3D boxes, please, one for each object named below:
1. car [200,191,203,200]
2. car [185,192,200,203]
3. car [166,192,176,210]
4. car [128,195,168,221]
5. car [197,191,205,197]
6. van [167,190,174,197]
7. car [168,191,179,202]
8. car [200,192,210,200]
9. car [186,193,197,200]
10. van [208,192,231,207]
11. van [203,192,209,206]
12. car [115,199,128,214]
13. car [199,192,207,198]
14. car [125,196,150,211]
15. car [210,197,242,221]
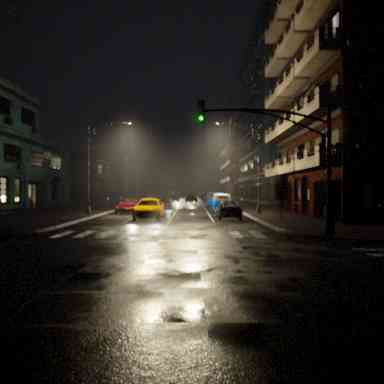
[{"bbox_3d":[2.622,0.962,52.577,1.752,1.417,4.829,1,1,0],"label":"car"},{"bbox_3d":[-0.083,0.981,54.367,1.994,1.385,4.181,0,1,0],"label":"car"},{"bbox_3d":[-3.137,1.114,36.771,1.837,1.490,4.892,0,1,0],"label":"car"},{"bbox_3d":[-3.126,1.220,24.550,1.882,1.535,5.008,0,1,0],"label":"car"},{"bbox_3d":[2.563,0.534,91.471,2.008,1.369,4.403,1,1,0],"label":"car"},{"bbox_3d":[-5.814,0.325,91.414,1.690,1.788,3.998,1,1,0],"label":"van"},{"bbox_3d":[-3.112,1.004,55.521,1.895,1.301,4.718,0,1,0],"label":"car"},{"bbox_3d":[2.596,0.813,69.149,1.947,1.339,4.313,1,1,0],"label":"car"},{"bbox_3d":[-0.100,0.866,64.407,1.994,1.385,4.181,0,1,0],"label":"car"},{"bbox_3d":[2.659,1.024,30.083,1.690,1.788,3.998,1,1,0],"label":"van"},{"bbox_3d":[2.642,0.903,41.245,1.690,1.788,3.998,1,1,0],"label":"van"},{"bbox_3d":[-5.725,1.265,30.037,1.802,1.307,4.206,1,1,0],"label":"car"},{"bbox_3d":[2.580,0.661,80.310,1.887,1.381,4.507,1,1,0],"label":"car"},{"bbox_3d":[-5.733,1.168,35.617,1.887,1.381,4.507,1,1,0],"label":"car"},{"bbox_3d":[2.665,1.293,24.506,2.008,1.369,4.403,1,1,0],"label":"car"}]
